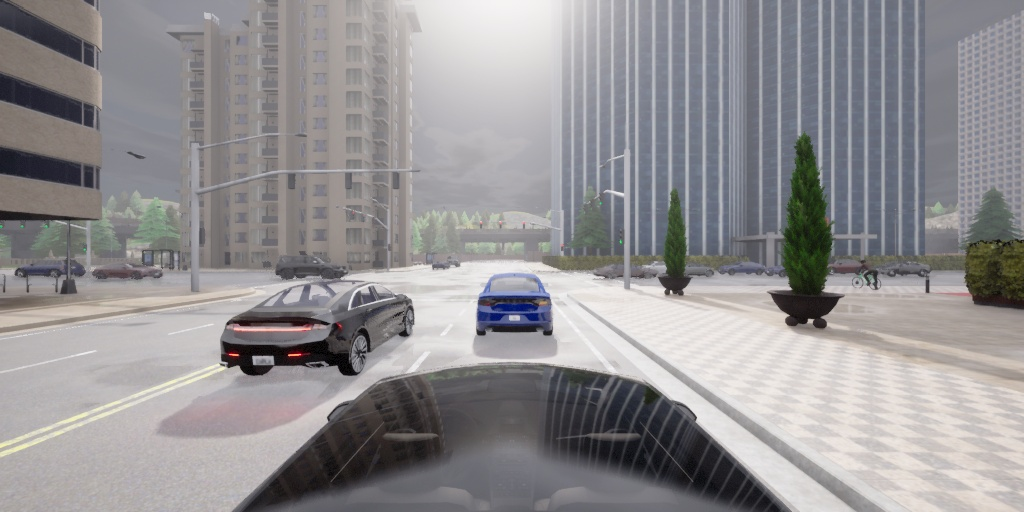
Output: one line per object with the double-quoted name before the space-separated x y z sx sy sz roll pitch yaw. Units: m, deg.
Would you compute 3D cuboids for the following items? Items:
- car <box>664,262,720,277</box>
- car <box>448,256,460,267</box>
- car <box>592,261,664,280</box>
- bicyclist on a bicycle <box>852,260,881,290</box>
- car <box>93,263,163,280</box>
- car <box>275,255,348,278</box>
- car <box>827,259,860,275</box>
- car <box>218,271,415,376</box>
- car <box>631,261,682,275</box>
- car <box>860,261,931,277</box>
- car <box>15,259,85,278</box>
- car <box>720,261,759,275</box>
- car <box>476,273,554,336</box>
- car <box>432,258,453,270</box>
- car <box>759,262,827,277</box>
"car" 16.994 1.314 34.343 4.181 1.385 1.994 0 0 -1
"car" -10.588 0.971 64.249 2.150 2.045 5.566 0 0 0
"car" 9.618 1.297 30.564 5.357 1.411 2.033 0 0 -1
"bicyclist on a bicycle" 19.632 1.051 19.886 0.582 1.620 1.656 0 0 -1
"car" -32.244 1.276 30.139 4.674 1.442 1.812 0 0 -1
"car" -16.875 0.973 30.285 5.566 2.045 2.150 0 0 -1
"car" 34.359 1.102 38.014 4.553 1.767 2.097 0 0 0
"car" -3.446 1.242 7.416 2.128 1.511 4.902 0 0 0
"car" 15.191 1.276 37.824 4.674 1.442 1.812 0 0 -1
"car" 37.234 1.242 34.538 4.902 1.511 2.128 0 0 0
"car" -43.384 1.102 33.694 4.553 1.767 2.097 0 0 -1
"car" 24.274 1.276 37.917 4.674 1.442 1.812 0 0 0
"car" 0.071 1.228 10.455 1.882 1.535 5.008 0 0 0
"car" -10.621 1.351 53.575 1.895 1.301 4.718 0 0 0
"car" 26.913 1.276 34.440 4.674 1.442 1.812 0 0 0
